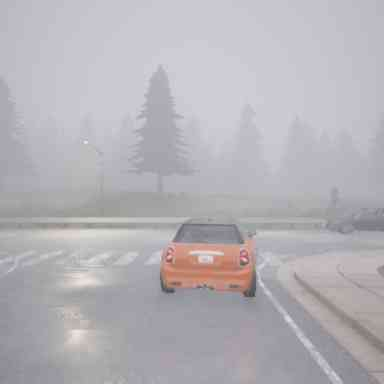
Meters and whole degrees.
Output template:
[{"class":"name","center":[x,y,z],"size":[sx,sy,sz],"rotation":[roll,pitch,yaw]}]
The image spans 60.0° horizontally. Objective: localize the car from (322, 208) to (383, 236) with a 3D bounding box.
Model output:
[{"class":"car","center":[10.013,1.652,19.039],"size":[4.902,1.511,2.128],"rotation":[0,0,1]}]

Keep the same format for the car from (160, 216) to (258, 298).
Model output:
[{"class":"car","center":[0.649,1.429,8.989],"size":[2.097,1.767,4.553],"rotation":[0,0,10]}]
